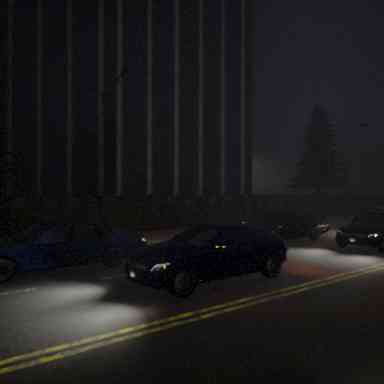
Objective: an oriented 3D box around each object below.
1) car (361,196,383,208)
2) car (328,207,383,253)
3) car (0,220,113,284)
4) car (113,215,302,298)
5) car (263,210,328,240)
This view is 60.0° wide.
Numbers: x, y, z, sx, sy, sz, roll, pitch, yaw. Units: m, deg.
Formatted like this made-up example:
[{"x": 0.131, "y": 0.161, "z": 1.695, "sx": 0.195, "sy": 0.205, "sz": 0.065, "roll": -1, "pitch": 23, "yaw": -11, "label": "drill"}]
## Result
[{"x": 13.033, "y": 1.271, "z": 21.838, "sx": 5.566, "sy": 2.045, "sz": 2.150, "roll": 0, "pitch": 0, "yaw": -35, "label": "car"}, {"x": 7.977, "y": 1.557, "z": 13.971, "sx": 4.674, "sy": 1.442, "sz": 1.812, "roll": 0, "pitch": 0, "yaw": -35, "label": "car"}, {"x": -3.916, "y": 1.553, "z": 9.841, "sx": 5.357, "sy": 1.411, "sz": 2.033, "roll": 0, "pitch": 0, "yaw": -38, "label": "car"}, {"x": 0.581, "y": 1.538, "z": 8.680, "sx": 4.674, "sy": 1.442, "sz": 1.812, "roll": 0, "pitch": 0, "yaw": -36, "label": "car"}, {"x": 4.308, "y": 1.575, "z": 15.660, "sx": 5.357, "sy": 1.411, "sz": 2.033, "roll": 0, "pitch": 0, "yaw": -35, "label": "car"}]
